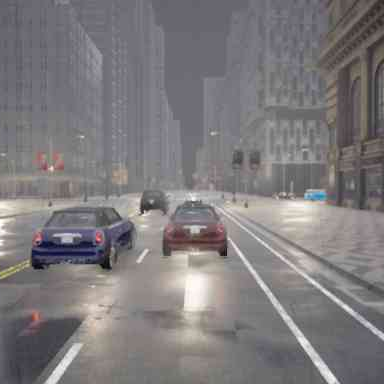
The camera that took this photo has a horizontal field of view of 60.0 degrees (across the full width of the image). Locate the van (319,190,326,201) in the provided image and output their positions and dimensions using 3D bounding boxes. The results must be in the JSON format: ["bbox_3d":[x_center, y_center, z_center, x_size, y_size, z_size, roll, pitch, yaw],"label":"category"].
[{"bbox_3d":[21.463,0.610,49.143,3.998,1.788,1.690,0,1,0],"label":"van"}]

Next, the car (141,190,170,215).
[{"bbox_3d":[-3.148,0.831,28.656,2.150,2.045,5.566,0,1,0],"label":"car"}]

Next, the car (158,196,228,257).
[{"bbox_3d":[0.098,1.183,12.318,2.097,1.767,4.553,0,1,0],"label":"car"}]

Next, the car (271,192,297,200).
[{"bbox_3d":[15.880,0.726,57.695,4.403,1.369,2.008,0,1,0],"label":"car"}]

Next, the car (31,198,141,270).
[{"bbox_3d":[-3.153,1.208,10.607,2.097,1.767,4.553,0,1,1],"label":"car"}]

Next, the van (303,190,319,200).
[{"bbox_3d":[21.498,0.504,57.667,3.998,1.788,1.690,0,1,0],"label":"van"}]

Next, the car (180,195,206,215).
[{"bbox_3d":[0.101,1.085,29.866,2.128,1.511,4.902,0,1,0],"label":"car"}]
